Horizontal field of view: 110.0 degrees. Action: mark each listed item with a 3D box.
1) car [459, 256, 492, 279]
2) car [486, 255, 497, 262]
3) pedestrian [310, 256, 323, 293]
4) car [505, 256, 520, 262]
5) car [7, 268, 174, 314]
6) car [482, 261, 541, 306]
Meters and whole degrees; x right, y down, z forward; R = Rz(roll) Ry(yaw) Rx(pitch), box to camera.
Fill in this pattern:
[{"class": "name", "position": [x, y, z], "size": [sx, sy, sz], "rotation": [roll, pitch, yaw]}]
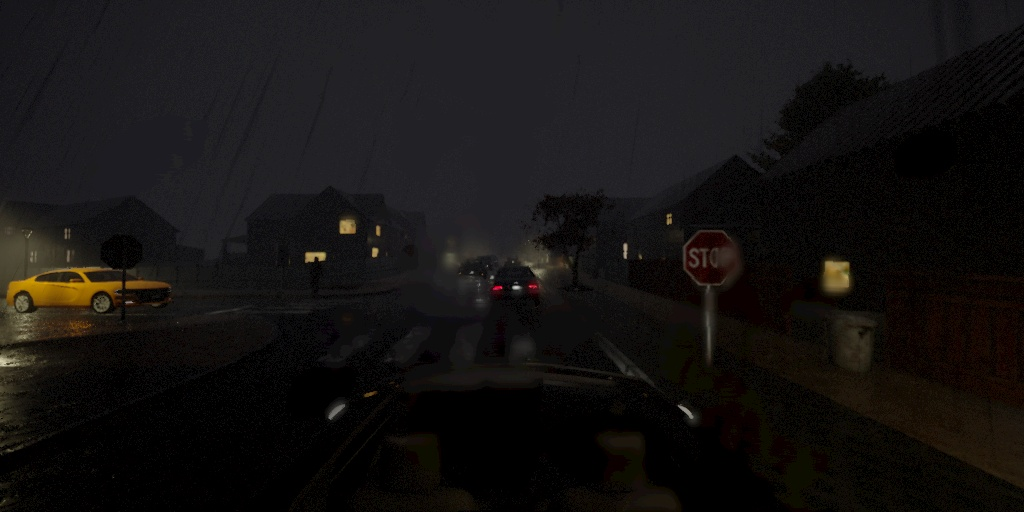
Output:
[{"class": "car", "position": [-2.824, 0.933, 27.112], "size": [1.994, 1.385, 4.181], "rotation": [0, 1, -1]}, {"class": "car", "position": [-2.802, 0.740, 36.804], "size": [1.837, 1.490, 4.892], "rotation": [0, 1, 0]}, {"class": "pedestrian", "position": [-9.892, 0.925, 18.030], "size": [0.375, 1.860, 0.375], "rotation": [0, -1, 5]}, {"class": "car", "position": [0.143, 0.676, 46.536], "size": [1.994, 1.385, 4.181], "rotation": [0, 1, 0]}, {"class": "car", "position": [-14.867, 1.176, 12.776], "size": [5.008, 1.535, 1.882], "rotation": [-1, -2, 7]}, {"class": "car", "position": [0.127, 1.111, 14.508], "size": [2.033, 1.411, 5.357], "rotation": [-2, 0, 0]}]
